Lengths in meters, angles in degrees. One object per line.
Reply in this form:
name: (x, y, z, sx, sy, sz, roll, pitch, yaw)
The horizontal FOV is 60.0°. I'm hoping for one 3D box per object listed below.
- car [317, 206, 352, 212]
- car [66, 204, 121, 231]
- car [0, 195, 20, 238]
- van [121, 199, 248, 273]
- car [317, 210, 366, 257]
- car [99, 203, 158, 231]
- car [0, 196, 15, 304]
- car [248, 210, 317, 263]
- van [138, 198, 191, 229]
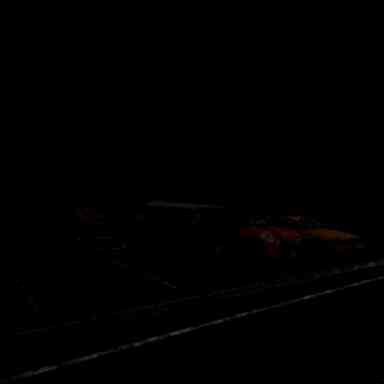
car: (14.644, 2.477, 36.899, 2.002, 1.452, 4.674, 3, -2, -36)
car: (-6.771, 1.576, 21.745, 1.946, 1.575, 5.366, 1, -1, -36)
car: (-11.281, 1.221, 18.234, 2.435, 2.045, 5.566, 1, -1, -36)
van: (-0.488, 1.331, 11.065, 1.878, 1.987, 4.442, 1, -1, -36)
car: (4.515, 1.688, 14.297, 1.946, 1.575, 5.366, 2, -1, -36)
car: (-4.611, 1.636, 23.299, 1.946, 1.575, 5.366, 2, -1, -36)
car: (-5.457, 1.196, 7.371, 2.435, 2.045, 5.566, 1, -1, -36)
car: (2.024, 1.494, 12.769, 2.185, 1.767, 4.553, 2, -1, -36)
van: (-2.163, 1.482, 24.690, 1.878, 1.987, 4.442, 2, -1, -36)
